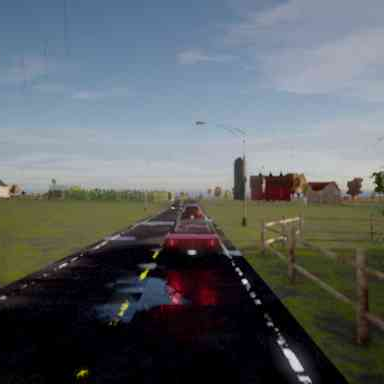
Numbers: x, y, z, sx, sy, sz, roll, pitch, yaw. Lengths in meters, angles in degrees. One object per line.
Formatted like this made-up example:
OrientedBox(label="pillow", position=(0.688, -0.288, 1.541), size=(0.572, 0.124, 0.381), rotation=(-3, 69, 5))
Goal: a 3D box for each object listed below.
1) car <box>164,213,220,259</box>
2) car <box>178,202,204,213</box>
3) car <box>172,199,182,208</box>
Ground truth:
OrientedBox(label="car", position=(0.022, 1.736, 13.242), size=(1.895, 1.301, 4.718), rotation=(0, -1, 0))
OrientedBox(label="car", position=(0.038, 1.825, 28.898), size=(1.812, 1.442, 4.674), rotation=(0, 0, 0))
OrientedBox(label="car", position=(-2.741, 2.197, 63.375), size=(1.837, 1.490, 4.892), rotation=(0, -1, 1))
